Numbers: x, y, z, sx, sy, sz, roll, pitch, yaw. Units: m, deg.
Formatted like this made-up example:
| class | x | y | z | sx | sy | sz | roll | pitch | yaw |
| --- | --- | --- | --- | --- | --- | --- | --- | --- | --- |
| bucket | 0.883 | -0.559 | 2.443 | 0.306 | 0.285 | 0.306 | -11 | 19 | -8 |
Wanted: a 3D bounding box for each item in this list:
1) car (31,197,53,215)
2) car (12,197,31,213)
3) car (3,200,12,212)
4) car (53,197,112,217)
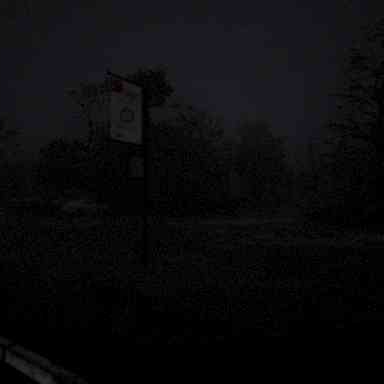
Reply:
| class | x | y | z | sx | sy | sz | roll | pitch | yaw |
| --- | --- | --- | --- | --- | --- | --- | --- | --- | --- |
| car | -11.748 | 1.288 | 30.913 | 2.097 | 1.535 | 5.008 | 0 | 0 | 36 |
| car | -14.419 | 1.268 | 32.806 | 2.231 | 1.521 | 4.892 | 0 | 0 | 36 |
| car | -17.084 | 1.286 | 34.711 | 2.002 | 1.452 | 4.674 | 0 | 0 | 36 |
| car | -9.190 | 1.348 | 29.078 | 2.002 | 1.452 | 4.674 | 0 | 0 | 36 |
